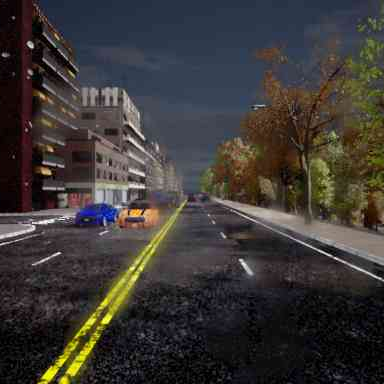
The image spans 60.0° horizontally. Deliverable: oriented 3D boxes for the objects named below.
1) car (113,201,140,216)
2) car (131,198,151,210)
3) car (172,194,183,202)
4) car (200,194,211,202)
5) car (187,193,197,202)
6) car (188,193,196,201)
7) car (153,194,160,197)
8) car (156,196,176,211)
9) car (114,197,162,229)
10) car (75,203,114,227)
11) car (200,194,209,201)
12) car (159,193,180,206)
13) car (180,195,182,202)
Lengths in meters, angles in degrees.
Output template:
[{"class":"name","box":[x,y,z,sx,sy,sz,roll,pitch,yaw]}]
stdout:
[{"class":"car","box":[-6.615,1.657,34.135,1.895,1.301,4.718,0,0,0]},{"class":"car","box":[-6.615,1.511,43.542,1.837,1.490,4.892,0,0,0]},{"class":"car","box":[-3.277,1.359,75.890,2.097,1.767,4.553,0,0,0]},{"class":"car","box":[3.224,1.513,74.129,1.837,1.490,4.892,0,0,0]},{"class":"car","box":[-0.026,1.491,74.127,1.882,1.535,5.008,0,0,0]},{"class":"car","box":[-0.030,1.164,84.574,2.150,2.045,5.566,0,0,0]},{"class":"car","box":[-6.610,1.488,53.028,1.882,1.535,5.008,0,0,0]},{"class":"car","box":[-3.369,1.569,40.717,1.994,1.385,4.181,0,0,0]},{"class":"car","box":[-3.365,1.383,21.706,2.097,1.767,4.553,0,0,0]},{"class":"car","box":[-6.620,1.528,23.437,1.882,1.535,5.008,0,-1,0]},{"class":"car","box":[3.220,1.294,84.515,2.097,1.767,4.553,0,0,0]},{"class":"car","box":[-3.361,1.362,50.590,2.097,1.767,4.553,0,0,0]},{"class":"car","box":[-3.330,1.521,62.589,1.837,1.490,4.892,0,0,0]}]
